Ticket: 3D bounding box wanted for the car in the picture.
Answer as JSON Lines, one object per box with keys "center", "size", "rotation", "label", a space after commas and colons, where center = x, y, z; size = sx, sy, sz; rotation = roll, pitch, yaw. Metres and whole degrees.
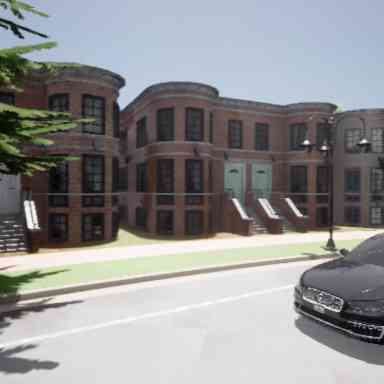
{"center": [4.064, 1.480, 5.982], "size": [4.892, 1.490, 1.837], "rotation": [0, 0, -26], "label": "car"}
